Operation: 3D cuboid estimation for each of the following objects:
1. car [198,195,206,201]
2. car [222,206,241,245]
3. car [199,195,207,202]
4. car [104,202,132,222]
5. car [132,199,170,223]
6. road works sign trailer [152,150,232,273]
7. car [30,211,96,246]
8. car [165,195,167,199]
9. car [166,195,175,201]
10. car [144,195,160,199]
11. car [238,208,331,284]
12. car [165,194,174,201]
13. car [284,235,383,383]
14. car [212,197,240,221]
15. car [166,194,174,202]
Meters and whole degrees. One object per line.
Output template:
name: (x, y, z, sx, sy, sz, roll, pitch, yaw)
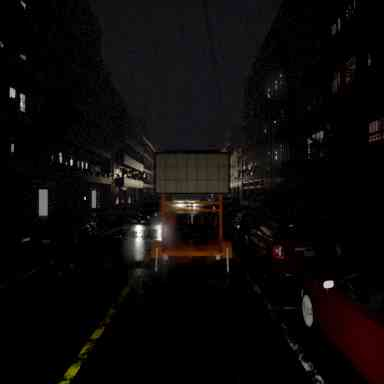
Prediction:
car: (2.713, 1.516, 88.463, 1.887, 1.381, 4.507, 0, 0, 0)
car: (2.695, 1.550, 15.189, 2.008, 1.369, 4.403, 0, 0, 0)
car: (2.710, 1.503, 77.360, 1.752, 1.417, 4.829, 0, 0, 0)
car: (-5.683, 1.523, 26.298, 1.752, 1.417, 4.829, 0, 0, 0)
car: (-2.994, 1.502, 25.224, 1.837, 1.490, 4.892, 0, 0, 0)
road works sign trailer: (0.002, 0.464, 10.687, 2.380, 3.560, 2.880, 0, 0, 0)
car: (-5.686, 1.565, 15.195, 1.947, 1.339, 4.313, 0, 0, 0)
car: (-5.677, 1.570, 54.651, 1.802, 1.307, 4.206, 0, 0, 0)
car: (-5.668, 1.516, 88.469, 1.887, 1.381, 4.507, 0, 0, 0)
car: (-5.679, 1.432, 43.378, 1.967, 1.590, 4.097, 0, 0, 0)
car: (2.694, 1.440, 9.554, 1.967, 1.590, 4.097, 0, 0, 0)
car: (-5.669, 1.415, 82.832, 1.967, 1.590, 4.097, 0, 0, 0)
car: (2.692, 1.545, 3.917, 1.887, 1.381, 4.507, 0, 0, 0)
car: (2.699, 1.312, 26.463, 2.192, 1.841, 5.009, 0, 0, 0)
car: (-5.669, 1.293, 77.196, 2.192, 1.841, 5.009, 0, 0, 0)
